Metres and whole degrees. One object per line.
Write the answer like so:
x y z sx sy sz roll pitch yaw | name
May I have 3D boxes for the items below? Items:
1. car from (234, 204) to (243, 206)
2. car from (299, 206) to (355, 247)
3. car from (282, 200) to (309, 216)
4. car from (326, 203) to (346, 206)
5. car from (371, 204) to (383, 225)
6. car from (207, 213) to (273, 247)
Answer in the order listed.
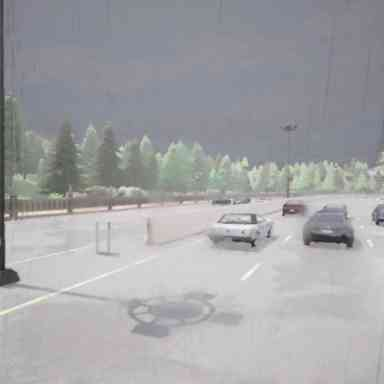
8.046 1.420 52.955 2.128 1.511 4.902 0 0 25 | car
6.241 1.550 15.087 1.994 1.385 4.181 0 0 25 | car
9.775 1.445 31.215 1.882 1.535 5.008 0 0 25 | car
11.725 1.578 27.115 1.895 1.301 4.718 0 0 25 | car
13.937 1.535 23.596 2.033 1.411 5.357 0 0 25 | car
2.378 1.580 15.067 1.895 1.301 4.718 0 0 25 | car
